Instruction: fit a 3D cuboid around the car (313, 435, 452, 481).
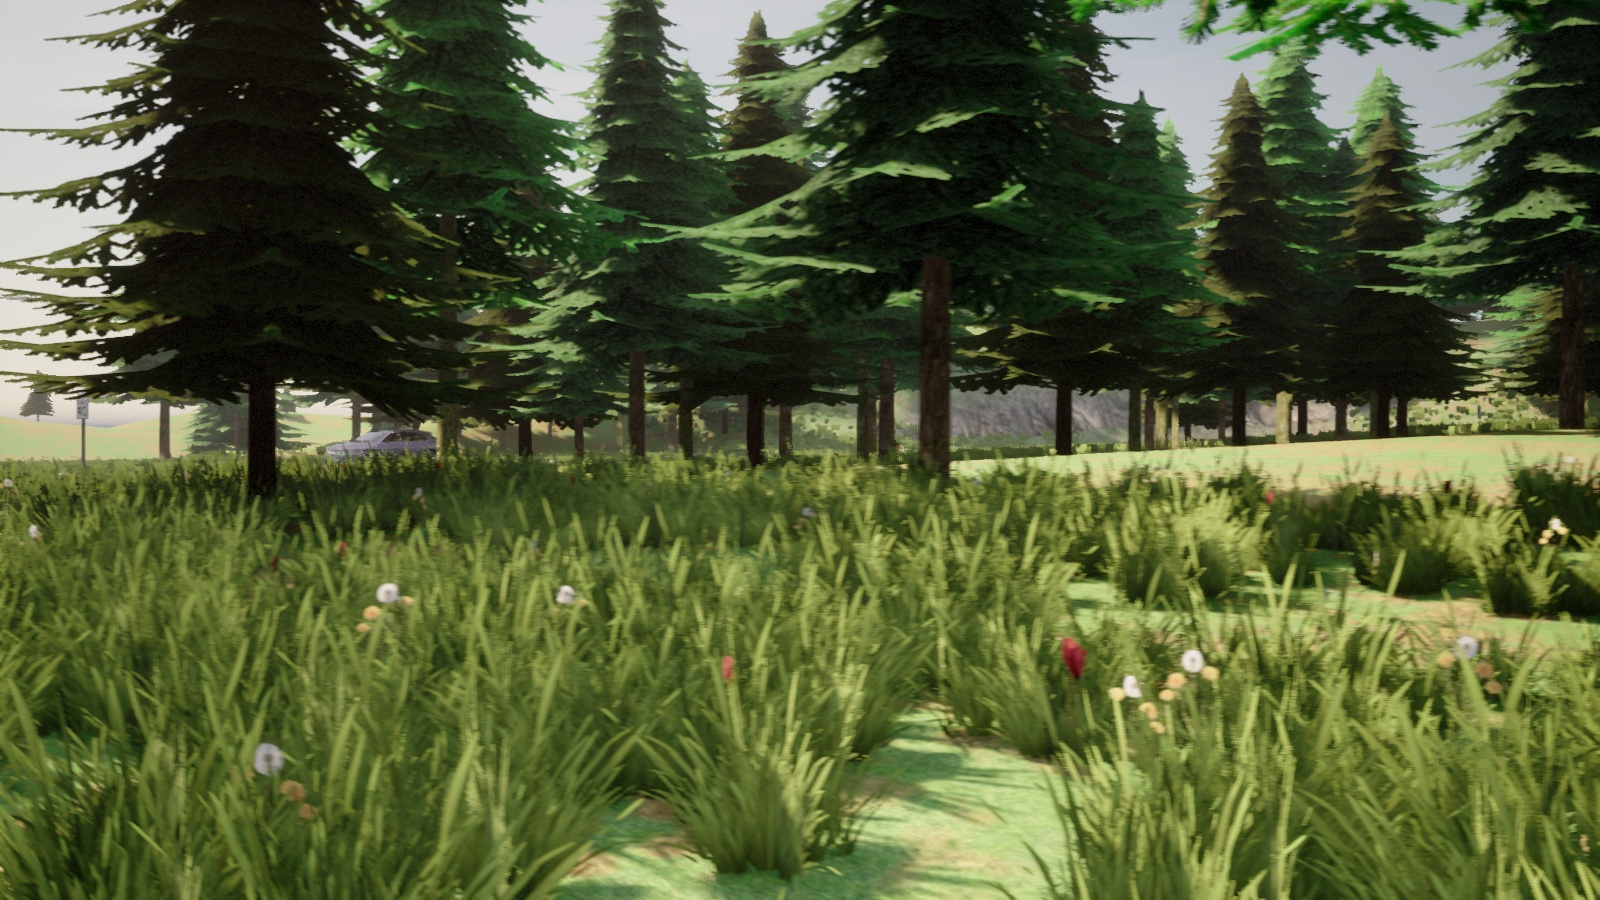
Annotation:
[{"bbox_3d":[-16.070,0.284,48.605,2.033,1.649,4.856,0,1,33],"label":"car"}]
